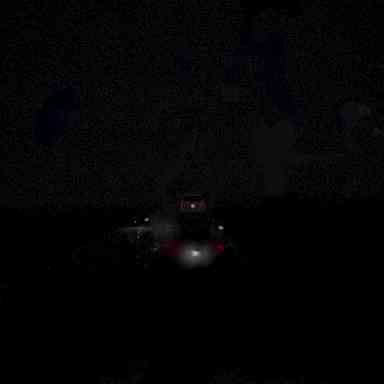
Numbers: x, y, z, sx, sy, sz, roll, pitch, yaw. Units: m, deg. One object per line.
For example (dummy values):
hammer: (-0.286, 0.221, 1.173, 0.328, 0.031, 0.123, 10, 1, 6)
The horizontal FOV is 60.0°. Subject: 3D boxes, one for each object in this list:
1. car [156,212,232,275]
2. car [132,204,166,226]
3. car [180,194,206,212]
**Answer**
car: (0.086, 1.558, 10.475, 1.994, 1.385, 4.181, 0, 0, 0)
car: (-2.846, 1.552, 22.878, 1.994, 1.385, 4.181, 0, 0, 0)
car: (0.095, 1.217, 29.971, 2.150, 2.045, 5.566, 0, 0, 1)
